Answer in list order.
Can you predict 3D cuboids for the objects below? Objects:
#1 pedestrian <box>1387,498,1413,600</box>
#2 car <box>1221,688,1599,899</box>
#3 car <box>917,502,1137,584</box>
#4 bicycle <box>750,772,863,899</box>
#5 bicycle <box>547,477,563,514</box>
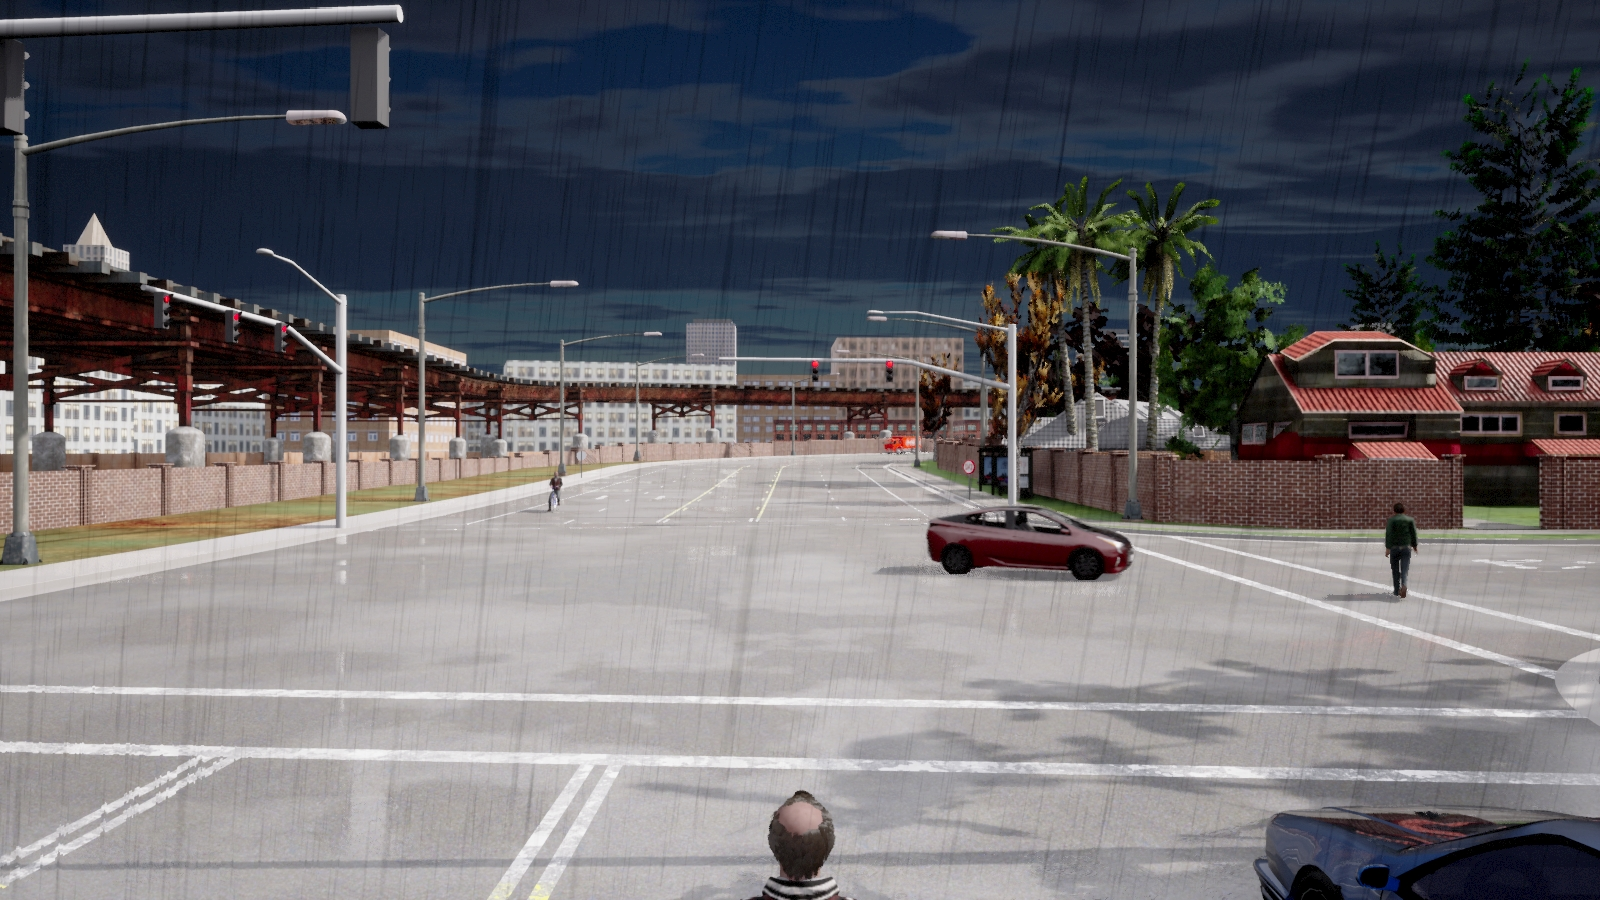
[{"bbox_3d":[11.274,1.848,21.473,0.375,1.860,0.375,0,0,20],"label":"pedestrian"},{"bbox_3d":[3.467,2.106,4.038,2.033,1.411,5.357,0,0,1],"label":"car"},{"bbox_3d":[5.094,2.023,25.572,4.514,1.525,2.007,0,0,23],"label":"car"},{"bbox_3d":[0.019,2.048,3.681,0.329,1.496,1.835,0,0,0],"label":"bicycle"},{"bbox_3d":[-10.519,1.934,49.111,0.329,1.496,1.835,0,0,0],"label":"bicycle"}]
